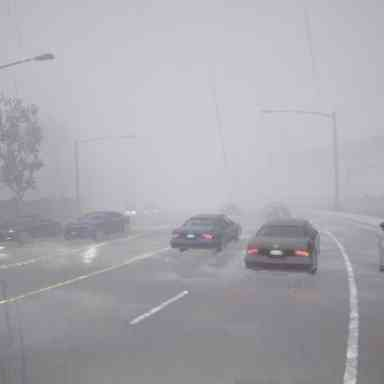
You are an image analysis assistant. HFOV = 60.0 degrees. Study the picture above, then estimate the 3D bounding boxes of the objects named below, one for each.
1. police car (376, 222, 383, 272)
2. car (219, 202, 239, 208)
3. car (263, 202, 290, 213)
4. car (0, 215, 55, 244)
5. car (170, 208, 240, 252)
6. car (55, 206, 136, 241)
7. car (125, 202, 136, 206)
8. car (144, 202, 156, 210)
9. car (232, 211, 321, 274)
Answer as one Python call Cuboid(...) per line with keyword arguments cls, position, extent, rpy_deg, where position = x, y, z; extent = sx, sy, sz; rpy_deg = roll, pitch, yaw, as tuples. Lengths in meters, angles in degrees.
Cuboid(cls="police car", position=(5.356, 1.344, 7.410), extent=(1.930, 1.638, 5.238), rpy_deg=(-2, -1, 24))
Cuboid(cls="car", position=(3.982, 1.805, 36.027), extent=(1.812, 1.442, 4.674), rpy_deg=(-2, -1, -2))
Cuboid(cls="car", position=(7.253, 1.605, 28.708), extent=(1.812, 1.442, 4.674), rpy_deg=(-2, -1, 5))
Cuboid(cls="car", position=(-9.176, 2.014, 18.588), extent=(1.994, 1.385, 4.181), rpy_deg=(-2, -1, 18))
Cuboid(cls="car", position=(0.794, 1.665, 14.520), extent=(2.033, 1.411, 5.357), rpy_deg=(-2, -1, 20))
Cuboid(cls="car", position=(-5.305, 1.828, 19.190), extent=(1.882, 1.535, 5.008), rpy_deg=(-2, -1, 16))
Cuboid(cls="car", position=(-11.249, 2.674, 60.754), extent=(2.128, 1.511, 4.902), rpy_deg=(-2, -1, -12))
Cuboid(cls="car", position=(-7.802, 2.532, 61.367), extent=(1.882, 1.535, 5.008), rpy_deg=(-2, -1, -12))
Cuboid(cls="car", position=(3.048, 1.562, 10.651), extent=(2.033, 1.411, 5.357), rpy_deg=(-2, -1, 22))
